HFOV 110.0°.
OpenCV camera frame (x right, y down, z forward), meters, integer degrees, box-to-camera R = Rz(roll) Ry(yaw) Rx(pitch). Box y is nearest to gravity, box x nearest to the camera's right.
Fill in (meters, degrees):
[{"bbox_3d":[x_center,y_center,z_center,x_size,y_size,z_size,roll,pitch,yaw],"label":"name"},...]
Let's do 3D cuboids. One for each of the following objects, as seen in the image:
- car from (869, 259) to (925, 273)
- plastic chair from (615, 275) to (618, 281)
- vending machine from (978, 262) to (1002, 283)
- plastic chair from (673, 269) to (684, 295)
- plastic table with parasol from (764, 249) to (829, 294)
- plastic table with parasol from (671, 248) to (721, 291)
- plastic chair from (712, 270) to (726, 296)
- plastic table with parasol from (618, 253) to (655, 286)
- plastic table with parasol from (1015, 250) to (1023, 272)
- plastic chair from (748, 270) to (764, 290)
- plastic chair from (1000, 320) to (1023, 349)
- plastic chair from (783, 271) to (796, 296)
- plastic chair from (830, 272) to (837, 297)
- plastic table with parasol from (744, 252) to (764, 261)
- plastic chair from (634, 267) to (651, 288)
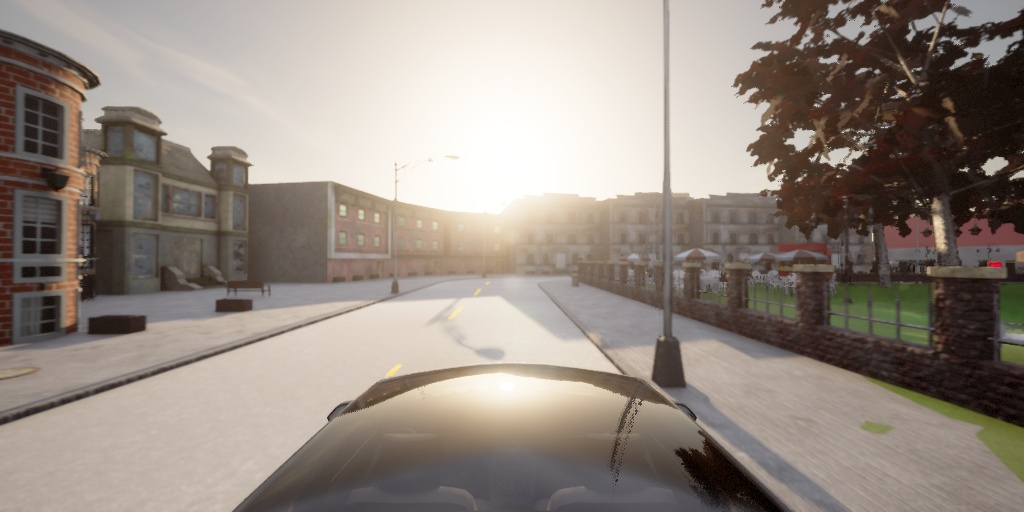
[{"bbox_3d":[43.800,1.404,40.440,5.566,2.045,2.150,0,-1,0],"label":"car"},{"bbox_3d":[7.990,1.621,27.196,0.730,1.272,0.750,0,0,0],"label":"plastic chair"},{"bbox_3d":[42.863,1.502,32.115,0.880,2.100,1.100,0,0,0],"label":"vending machine"},{"bbox_3d":[9.057,1.457,18.686,0.730,1.272,0.750,0,0,-40],"label":"plastic chair"},{"bbox_3d":[15.974,0.876,19.869,2.482,2.480,2.482,0,0,-38],"label":"plastic table with parasol"},{"bbox_3d":[10.043,0.827,19.410,2.482,2.480,2.482,0,0,-38],"label":"plastic table with parasol"},{"bbox_3d":[10.988,1.452,18.397,0.750,1.272,0.730,0,0,-32],"label":"plastic chair"},{"bbox_3d":[9.251,1.016,27.105,2.482,2.480,2.482,0,0,0],"label":"plastic table with parasol"},{"bbox_3d":[9.642,0.740,5.321,2.482,2.480,2.482,0,0,-40],"label":"plastic table with parasol"},{"bbox_3d":[16.398,1.585,23.943,0.730,1.272,0.750,0,0,-40],"label":"plastic chair"},{"bbox_3d":[8.905,1.337,6.328,0.750,1.272,0.730,0,0,-40],"label":"plastic chair"},{"bbox_3d":[15.138,1.489,19.136,0.730,1.272,0.750,0,0,-39],"label":"plastic chair"},{"bbox_3d":[16.676,1.449,18.975,0.750,1.272,0.730,0,0,-38],"label":"plastic chair"},{"bbox_3d":[17.429,0.990,24.687,2.482,2.480,2.482,0,0,-40],"label":"plastic table with parasol"},{"bbox_3d":[9.322,1.604,25.778,0.750,1.272,0.730,0,0,5],"label":"plastic chair"}]
